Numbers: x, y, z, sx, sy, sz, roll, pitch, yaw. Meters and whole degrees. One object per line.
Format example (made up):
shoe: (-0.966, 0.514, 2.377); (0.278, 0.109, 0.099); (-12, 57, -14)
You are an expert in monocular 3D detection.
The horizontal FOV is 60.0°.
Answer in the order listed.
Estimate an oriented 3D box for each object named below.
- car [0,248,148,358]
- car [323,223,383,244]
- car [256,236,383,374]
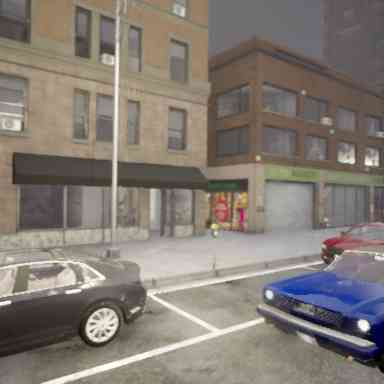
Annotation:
car: (-2.779, 1.557, 4.777); (4.403, 1.369, 2.008); (1, 0, -35)
car: (6.190, 1.715, 11.171); (4.507, 1.381, 1.887); (1, 0, -35)
car: (3.346, 1.689, 5.738); (4.718, 1.301, 1.895); (1, -1, -35)
